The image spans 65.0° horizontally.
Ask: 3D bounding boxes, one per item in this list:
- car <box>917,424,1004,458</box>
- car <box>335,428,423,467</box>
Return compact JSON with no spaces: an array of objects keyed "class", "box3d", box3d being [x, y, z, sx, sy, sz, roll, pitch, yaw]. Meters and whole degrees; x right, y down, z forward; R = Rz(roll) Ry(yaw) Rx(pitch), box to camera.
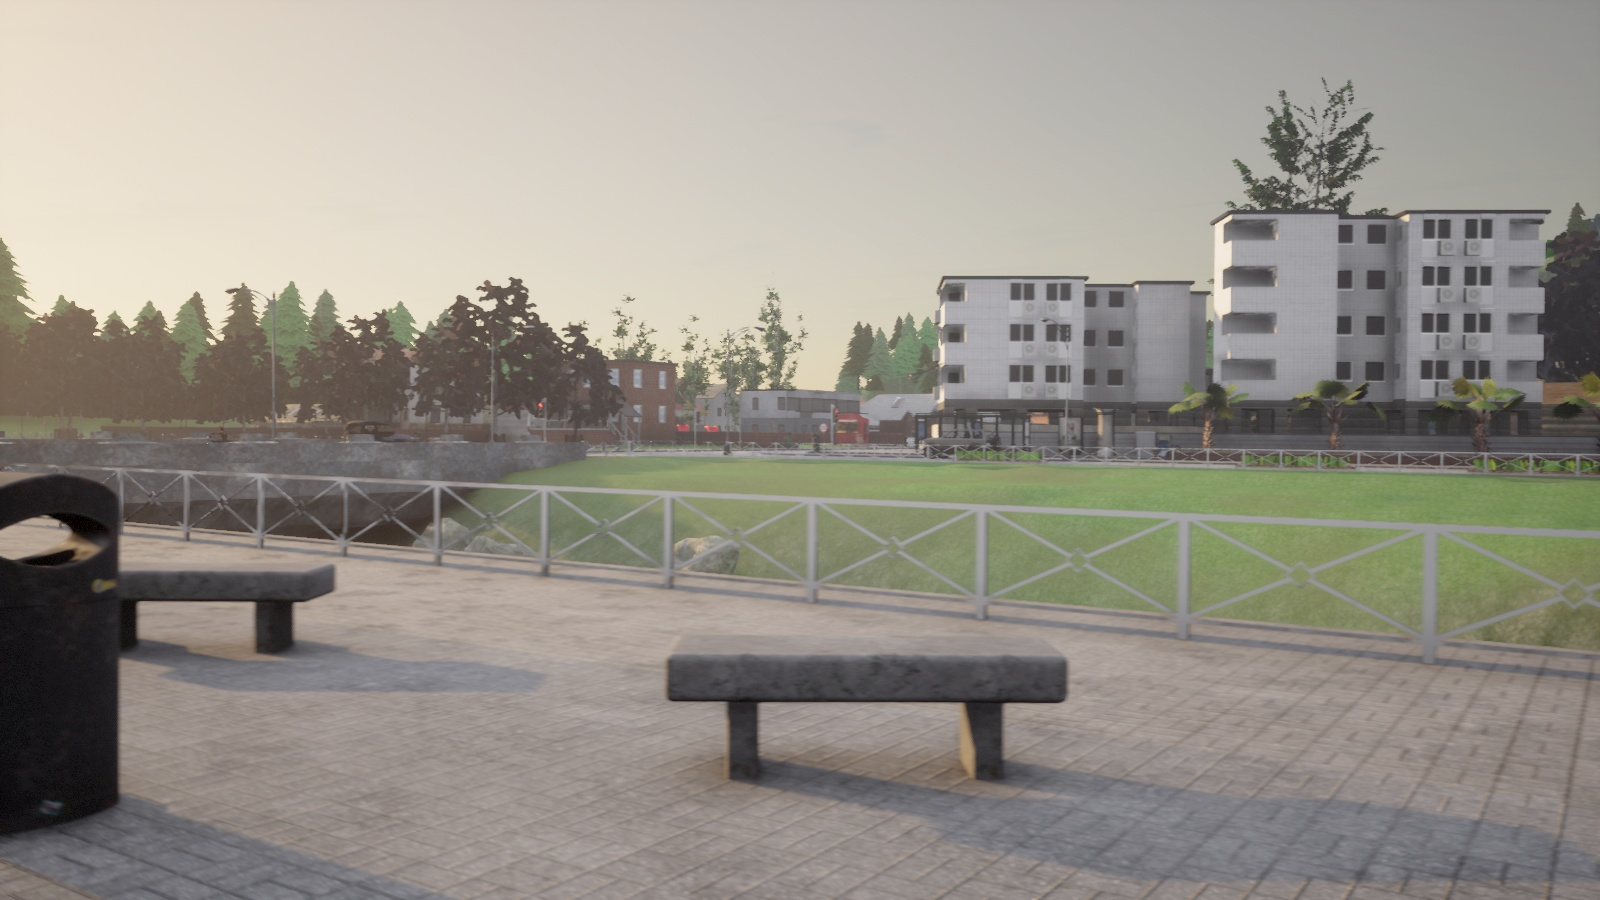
[{"class":"car","box3d":[9.212,-0.521,72.186,4.605,1.855,1.932,0,1,34]},{"class":"car","box3d":[-21.205,-0.146,63.377,1.905,1.878,3.866,0,1,33]}]
